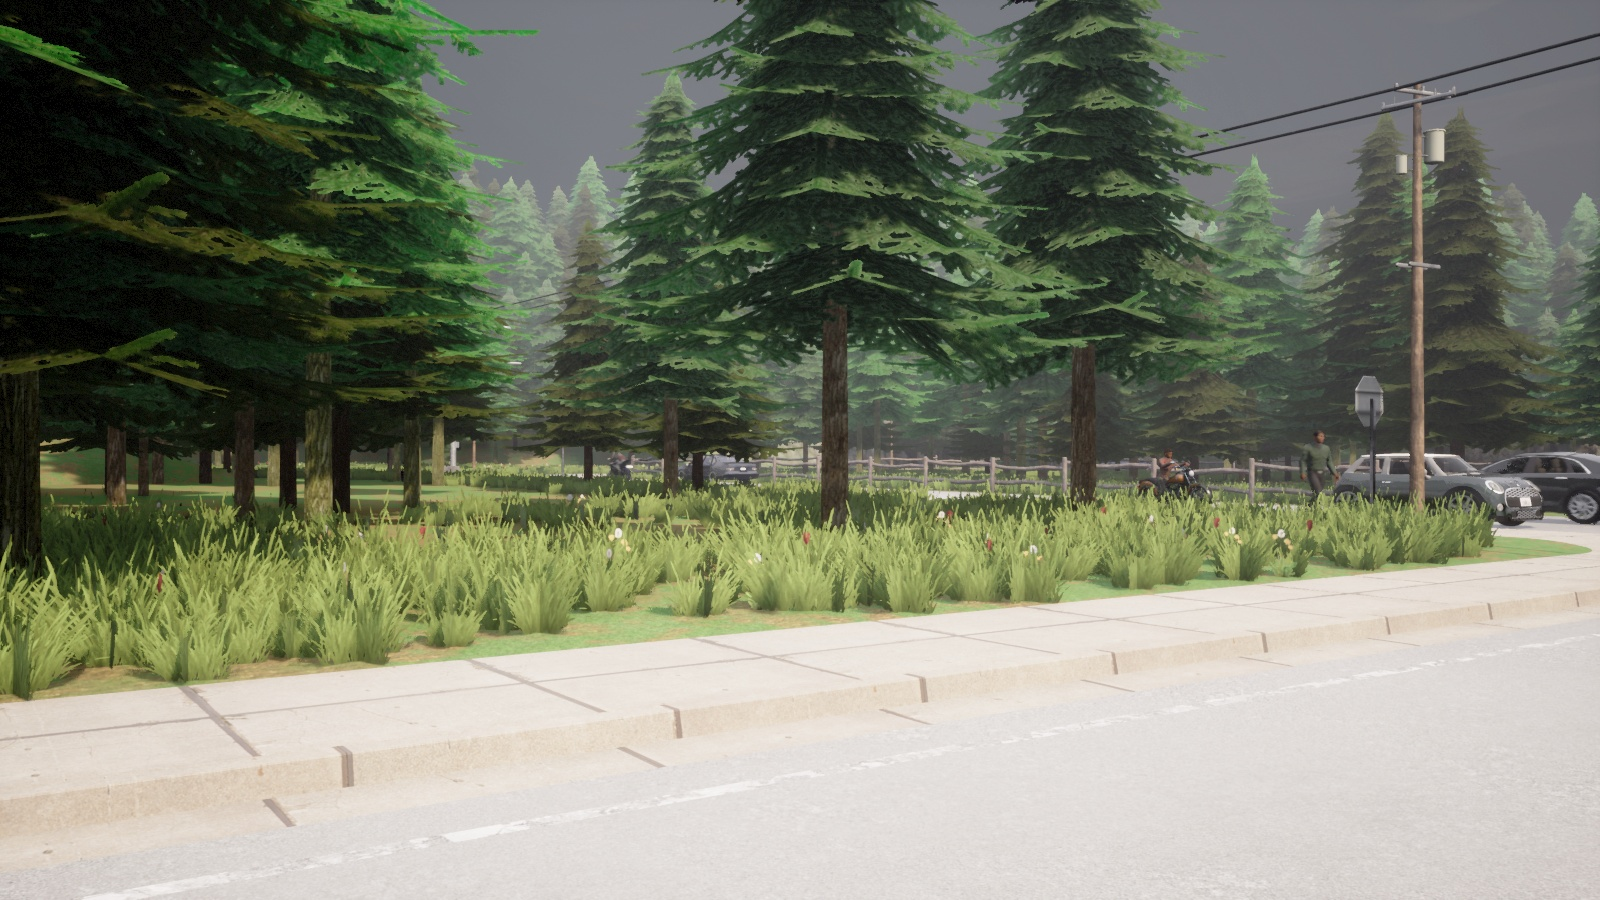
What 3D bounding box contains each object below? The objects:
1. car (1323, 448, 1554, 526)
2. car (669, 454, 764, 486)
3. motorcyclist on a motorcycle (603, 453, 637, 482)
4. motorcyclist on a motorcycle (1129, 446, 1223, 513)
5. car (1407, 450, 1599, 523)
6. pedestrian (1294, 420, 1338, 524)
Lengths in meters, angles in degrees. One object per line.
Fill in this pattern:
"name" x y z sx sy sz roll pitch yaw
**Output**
"car" 13.154 0.711 26.059 1.970 1.475 3.806 0 0 -32
"car" -3.941 0.917 58.466 2.033 1.411 5.357 0 0 -34
"motorcyclist on a motorcycle" -9.593 0.937 66.788 0.866 1.530 2.191 0 0 -36
"motorcyclist on a motorcycle" 9.510 0.718 31.862 0.766 1.649 2.350 0 0 -32
"car" 16.257 0.748 27.746 1.837 1.490 4.892 0 0 -32
"pedestrian" 9.819 0.408 23.907 0.423 1.949 0.788 0 0 -9
